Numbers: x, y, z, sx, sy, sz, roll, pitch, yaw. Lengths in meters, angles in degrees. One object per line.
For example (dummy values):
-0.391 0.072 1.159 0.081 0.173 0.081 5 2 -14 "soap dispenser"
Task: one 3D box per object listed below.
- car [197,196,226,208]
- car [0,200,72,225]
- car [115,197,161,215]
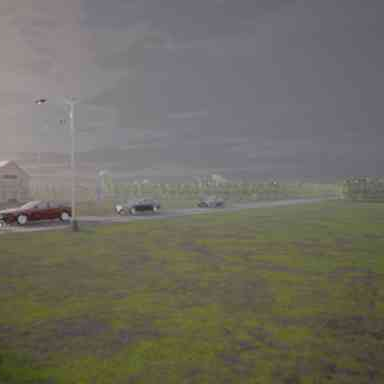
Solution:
2.482 1.244 41.488 1.994 1.385 4.181 0 0 37 "car"
-10.833 1.357 23.545 1.882 1.535 5.008 0 0 37 "car"
-5.023 1.283 31.384 2.128 1.511 4.902 0 0 36 "car"
